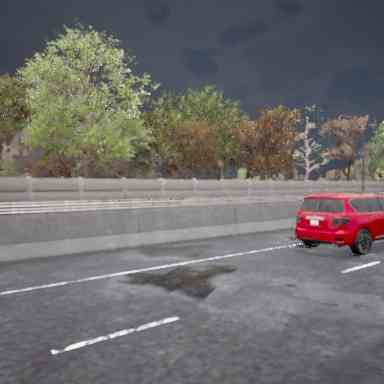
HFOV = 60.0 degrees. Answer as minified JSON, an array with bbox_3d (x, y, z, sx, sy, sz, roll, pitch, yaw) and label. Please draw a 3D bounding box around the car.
[{"bbox_3d":[6.275,1.065,12.605,5.566,2.045,2.150,-1,1,-35],"label":"car"}]
